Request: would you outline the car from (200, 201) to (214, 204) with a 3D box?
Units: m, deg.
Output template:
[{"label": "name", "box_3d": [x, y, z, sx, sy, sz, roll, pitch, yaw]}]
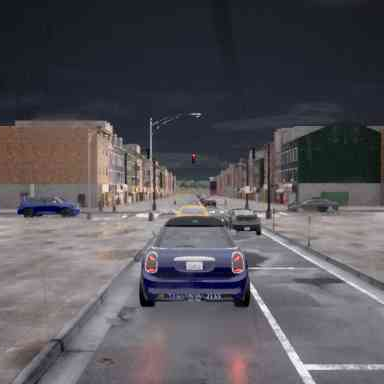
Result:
[{"label": "car", "box_3d": [0.067, 1.473, 17.997, 1.882, 1.535, 5.008, 0, 0, 1]}]

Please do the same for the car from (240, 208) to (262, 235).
[{"label": "car", "box_3d": [2.672, 1.546, 18.288, 2.008, 1.369, 4.403, -1, 0, 0]}]

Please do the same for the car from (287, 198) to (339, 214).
[{"label": "car", "box_3d": [12.073, 1.395, 33.250, 4.892, 1.490, 1.837, 0, 1, 3]}]

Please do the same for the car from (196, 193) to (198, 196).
[{"label": "car", "box_3d": [2.880, 1.571, 94.993, 2.008, 1.369, 4.403, -1, 0, 0]}]

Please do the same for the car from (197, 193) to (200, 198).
[{"label": "car", "box_3d": [2.832, 1.453, 78.396, 1.967, 1.590, 4.097, -1, 0, 0]}]

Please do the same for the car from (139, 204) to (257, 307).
[{"label": "car", "box_3d": [0.069, 1.349, 8.122, 2.097, 1.767, 4.553, 0, 0, 1]}]

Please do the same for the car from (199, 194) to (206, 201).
[{"label": "car", "box_3d": [2.790, 1.589, 61.798, 1.802, 1.307, 4.206, -1, 0, 0]}]

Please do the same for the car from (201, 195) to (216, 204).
[{"label": "car", "box_3d": [2.759, 1.547, 50.733, 1.887, 1.381, 4.507, -1, 0, 0]}]

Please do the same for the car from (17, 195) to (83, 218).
[{"label": "car", "box_3d": [-12.856, 1.336, 30.275, 5.566, 2.045, 2.150, 0, 1, 0]}]

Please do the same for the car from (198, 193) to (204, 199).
[{"label": "car", "box_3d": [2.820, 1.556, 72.863, 1.887, 1.381, 4.507, -1, 0, 0]}]
